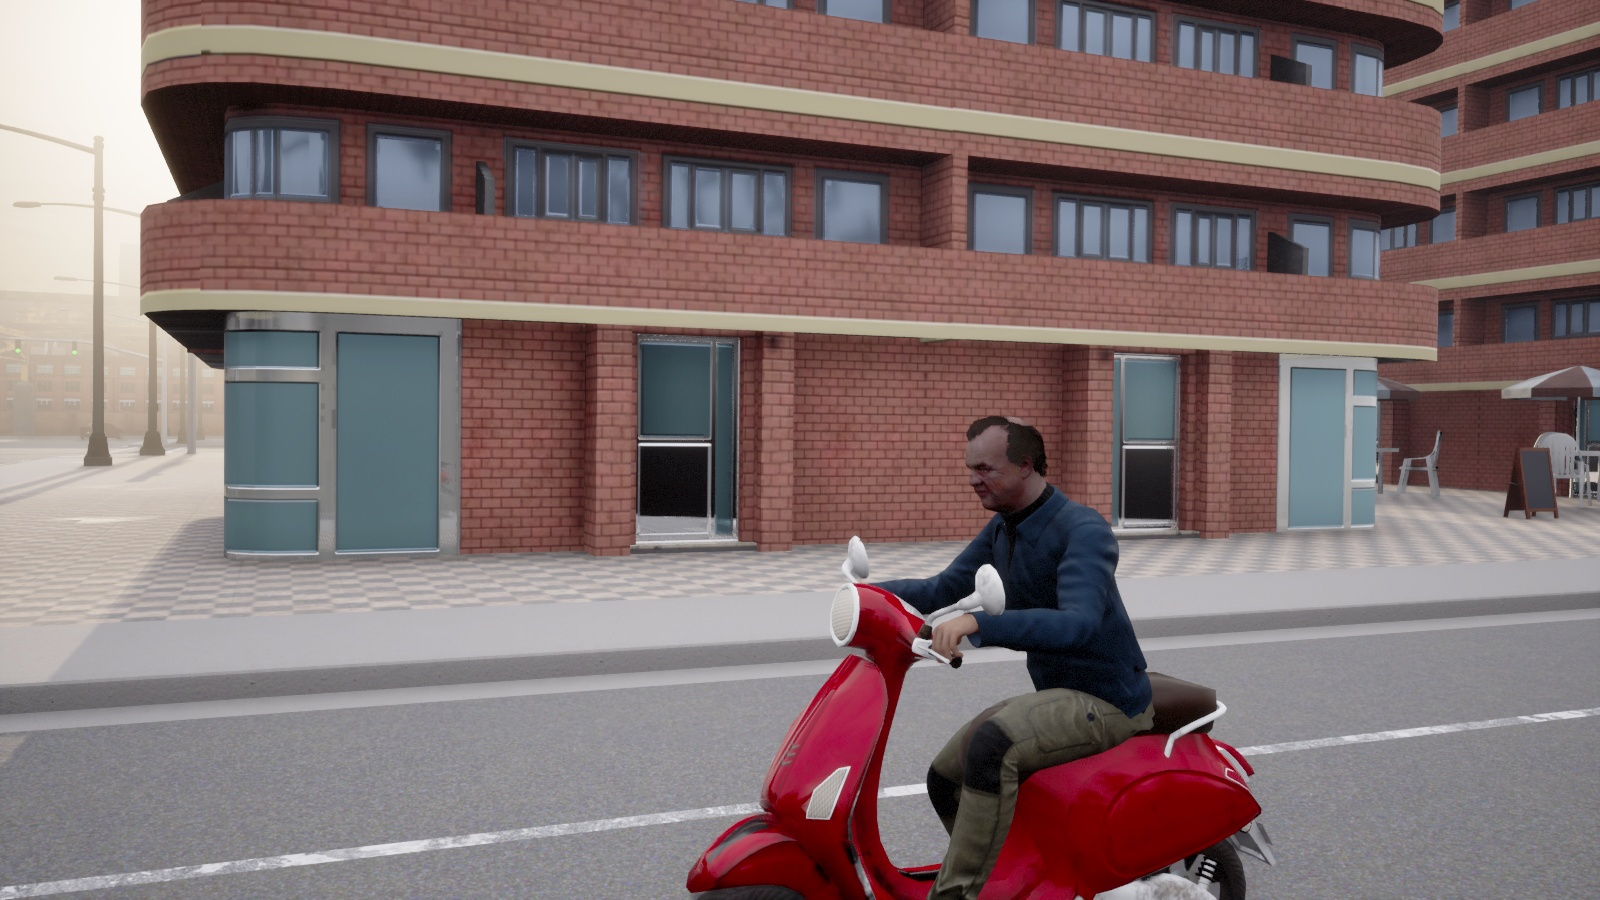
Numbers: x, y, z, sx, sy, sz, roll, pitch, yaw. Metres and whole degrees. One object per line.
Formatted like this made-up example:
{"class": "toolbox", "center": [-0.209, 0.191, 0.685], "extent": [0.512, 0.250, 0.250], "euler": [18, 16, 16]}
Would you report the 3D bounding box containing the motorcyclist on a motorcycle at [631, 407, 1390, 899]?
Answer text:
{"class": "motorcyclist on a motorcycle", "center": [0.546, 0.691, 3.382], "extent": [1.817, 1.590, 0.866], "euler": [-1, 1, -21]}
